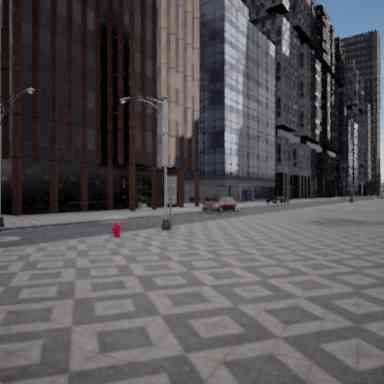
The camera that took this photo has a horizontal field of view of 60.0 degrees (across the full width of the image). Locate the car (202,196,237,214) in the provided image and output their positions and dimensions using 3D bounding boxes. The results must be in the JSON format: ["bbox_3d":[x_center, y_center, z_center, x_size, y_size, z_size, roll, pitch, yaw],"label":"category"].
[{"bbox_3d":[2.953,1.301,35.203,2.097,1.767,4.553,0,0,36],"label":"car"}]
